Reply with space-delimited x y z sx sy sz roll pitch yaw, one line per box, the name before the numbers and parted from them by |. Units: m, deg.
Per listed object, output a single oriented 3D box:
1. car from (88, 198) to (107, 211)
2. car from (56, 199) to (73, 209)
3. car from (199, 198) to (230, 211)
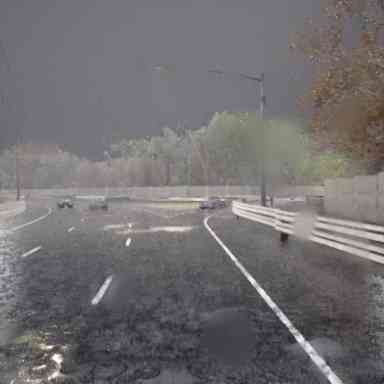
car | -11.404 1.471 40.182 2.128 1.511 4.902 0 0 -22
car | -17.526 1.602 45.544 1.895 1.301 4.718 0 0 -26
car | 2.721 1.455 39.137 2.033 1.411 5.357 0 0 28
